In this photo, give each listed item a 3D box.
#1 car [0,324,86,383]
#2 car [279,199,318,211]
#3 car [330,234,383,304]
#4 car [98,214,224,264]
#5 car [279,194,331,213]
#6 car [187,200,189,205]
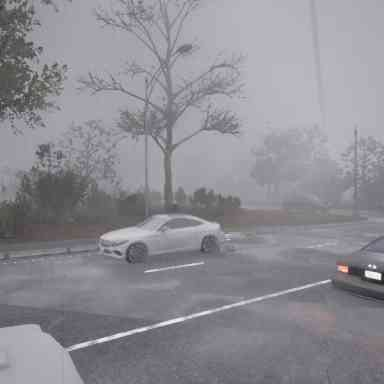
[{"bbox_3d":[-2.907,1.601,1.635,4.718,1.301,1.895,0,0,-36],"label":"car"},{"bbox_3d":[13.391,1.614,42.232,1.895,1.301,4.718,0,0,-28],"label":"car"},{"bbox_3d":[5.337,1.547,7.427,5.357,1.411,2.033,0,0,-34],"label":"car"},{"bbox_3d":[-0.942,1.525,11.887,4.674,1.442,1.812,0,0,-35],"label":"car"},{"bbox_3d":[12.475,1.225,36.644,2.150,2.045,5.566,0,0,-29],"label":"car"},{"bbox_3d":[0.729,1.707,60.318,2.033,1.411,5.357,0,-1,-23],"label":"car"}]
